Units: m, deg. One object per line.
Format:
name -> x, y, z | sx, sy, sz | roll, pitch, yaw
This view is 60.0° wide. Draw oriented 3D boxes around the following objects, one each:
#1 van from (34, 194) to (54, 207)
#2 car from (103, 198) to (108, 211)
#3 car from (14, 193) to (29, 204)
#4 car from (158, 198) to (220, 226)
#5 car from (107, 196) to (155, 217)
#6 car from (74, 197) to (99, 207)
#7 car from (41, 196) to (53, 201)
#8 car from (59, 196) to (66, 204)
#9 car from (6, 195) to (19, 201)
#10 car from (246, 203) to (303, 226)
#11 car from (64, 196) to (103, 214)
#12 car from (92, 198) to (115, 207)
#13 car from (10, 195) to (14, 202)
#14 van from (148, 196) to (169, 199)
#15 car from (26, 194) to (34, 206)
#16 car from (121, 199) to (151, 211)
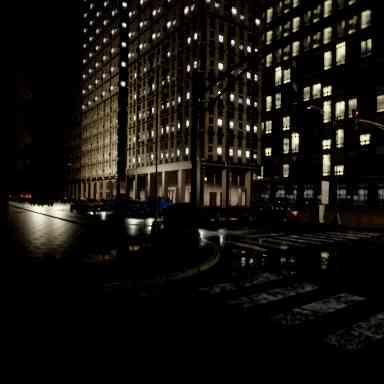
van -> -20.600, 1.197, 46.769 | 1.690, 1.788, 3.998 | 1, -1, -35
car -> -11.783, 1.468, 38.809 | 2.033, 1.411, 5.357 | 1, -1, -35
car -> -30.390, 1.155, 60.601 | 2.192, 1.841, 5.009 | 1, -1, -35
car -> -0.188, 1.425, 22.402 | 1.882, 1.535, 5.008 | 1, -1, -36
car -> -5.637, 1.412, 30.105 | 1.882, 1.535, 5.008 | 1, -1, -35
car -> -16.013, 1.516, 50.296 | 2.033, 1.411, 5.357 | 1, -1, -36
car -> -36.609, 1.570, 83.880 | 1.802, 1.307, 4.206 | 1, -1, -35
car -> -22.140, 1.463, 58.952 | 1.837, 1.490, 4.892 | 1, -1, -35
car -> -40.183, 1.377, 74.430 | 2.008, 1.369, 4.403 | 1, -1, -35
car -> 5.818, 1.504, 23.945 | 1.967, 1.590, 4.097 | 1, -1, -35
car -> -10.814, 1.427, 32.935 | 2.008, 1.369, 4.403 | 1, -1, -35
car -> -13.765, 1.586, 51.607 | 1.947, 1.339, 4.313 | 1, -1, -35
car -> -36.921, 1.396, 69.819 | 1.947, 1.339, 4.313 | 1, -1, -35
van -> -3.971, 1.381, 37.778 | 1.690, 1.788, 3.998 | 1, -1, -35
car -> -23.867, 1.432, 51.377 | 1.802, 1.307, 4.206 | 1, -1, -35
car -> -7.238, 1.584, 42.386 | 2.008, 1.369, 4.403 | 1, -1, -35
